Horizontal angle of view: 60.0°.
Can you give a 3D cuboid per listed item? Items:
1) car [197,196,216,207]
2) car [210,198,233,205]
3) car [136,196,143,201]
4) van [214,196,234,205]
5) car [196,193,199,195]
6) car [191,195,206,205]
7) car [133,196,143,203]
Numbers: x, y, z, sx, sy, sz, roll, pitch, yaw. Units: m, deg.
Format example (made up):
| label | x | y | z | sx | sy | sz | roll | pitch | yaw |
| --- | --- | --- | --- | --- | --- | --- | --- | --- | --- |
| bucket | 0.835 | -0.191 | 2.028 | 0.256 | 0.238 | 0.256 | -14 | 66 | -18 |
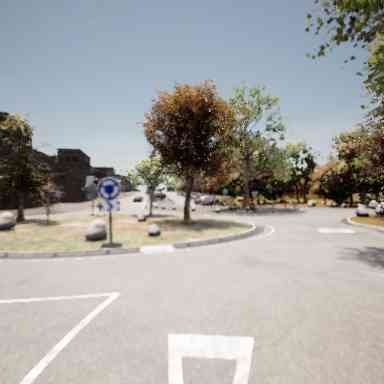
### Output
| label | x | y | z | sx | sy | sz | roll | pitch | yaw |
| --- | --- | --- | --- | --- | --- | --- | --- | --- | --- |
| car | 2.827 | 2.137 | 65.545 | 1.837 | 1.490 | 4.892 | 0 | 0 | -7 |
| car | 6.701 | 2.114 | 75.496 | 4.792 | 1.488 | 2.163 | 0 | 1 | -7 |
| car | -14.515 | 1.774 | 92.791 | 1.837 | 1.490 | 4.892 | 0 | 0 | -7 |
| van | 6.906 | 1.892 | 72.723 | 4.442 | 1.987 | 1.878 | 0 | 1 | -7 |
| car | 4.224 | 1.850 | 94.764 | 5.008 | 1.535 | 2.097 | 0 | 1 | -7 |
| car | 1.545 | 2.088 | 75.505 | 2.128 | 1.511 | 4.902 | 0 | 1 | -7 |
| car | -12.492 | 1.832 | 76.656 | 1.837 | 1.490 | 4.892 | 0 | 0 | -7 |
